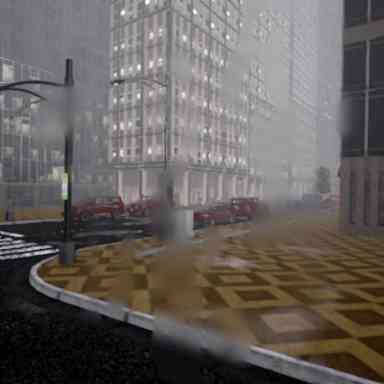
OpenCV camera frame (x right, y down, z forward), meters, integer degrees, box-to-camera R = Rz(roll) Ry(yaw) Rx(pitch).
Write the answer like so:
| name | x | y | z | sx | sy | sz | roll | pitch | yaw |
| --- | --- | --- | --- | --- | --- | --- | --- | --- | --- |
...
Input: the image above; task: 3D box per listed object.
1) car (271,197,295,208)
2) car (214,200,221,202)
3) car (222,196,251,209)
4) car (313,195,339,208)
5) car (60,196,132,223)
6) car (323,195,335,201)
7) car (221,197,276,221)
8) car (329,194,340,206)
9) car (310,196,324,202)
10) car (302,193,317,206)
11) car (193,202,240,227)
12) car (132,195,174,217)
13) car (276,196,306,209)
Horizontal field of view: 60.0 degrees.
| name | x | y | z | sx | sy | sz | roll | pitch | yaw |
| --- | --- | --- | --- | --- | --- | --- | --- | --- | --- |
| car | 13.705 | 1.498 | 50.098 | 1.882 | 1.535 | 5.008 | 1 | 1 | 35 |
| car | 2.962 | 1.554 | 35.131 | 1.895 | 1.301 | 4.718 | 1 | 1 | 35 |
| car | 5.873 | 1.358 | 43.605 | 1.967 | 1.590 | 4.097 | 1 | 1 | 35 |
| car | 19.583 | 1.612 | 48.407 | 1.812 | 1.442 | 4.674 | 1 | 1 | 35 |
| car | -7.316 | 1.203 | 25.130 | 2.192 | 1.841 | 5.009 | 1 | 1 | 35 |
| car | 34.427 | 1.497 | 83.729 | 1.752 | 1.417 | 4.829 | 1 | 1 | 35 |
| car | 4.899 | 1.365 | 28.280 | 2.192 | 1.841 | 5.009 | 1 | 1 | 35 |
| car | 23.622 | 1.322 | 54.162 | 2.150 | 2.045 | 5.566 | 1 | 1 | 35 |
| car | 28.103 | 1.543 | 74.820 | 1.802 | 1.307 | 4.206 | 1 | 1 | 35 |
| car | 18.863 | 1.256 | 52.606 | 2.150 | 2.045 | 5.566 | 1 | 1 | 35 |
| car | 1.401 | 1.624 | 23.359 | 1.802 | 1.307 | 4.206 | 1 | 1 | 35 |
| car | -3.652 | 1.211 | 30.293 | 2.192 | 1.841 | 5.009 | 1 | 1 | 35 |
| car | 13.460 | 1.588 | 44.905 | 1.994 | 1.385 | 4.181 | 1 | 1 | 35 |
